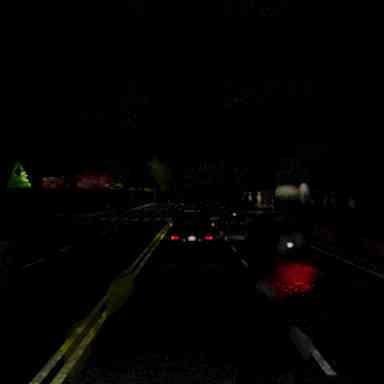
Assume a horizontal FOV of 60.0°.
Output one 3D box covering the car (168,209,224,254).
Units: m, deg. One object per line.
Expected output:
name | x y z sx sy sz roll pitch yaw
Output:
car | -0.002 1.678 13.989 2.033 1.411 5.357 0 0 0

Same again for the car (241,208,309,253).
car | 3.501 1.641 14.306 1.837 1.490 4.892 0 0 0

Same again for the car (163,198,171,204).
car | -6.549 2.319 88.388 1.837 1.490 4.892 0 -1 2

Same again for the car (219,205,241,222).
car | 3.501 1.836 29.300 1.994 1.385 4.181 0 0 0

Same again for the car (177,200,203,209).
car | -0.043 1.765 29.289 2.128 1.511 4.902 0 0 -1

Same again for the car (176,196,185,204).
car | -3.083 2.038 87.719 2.150 2.045 5.566 0 -1 2
